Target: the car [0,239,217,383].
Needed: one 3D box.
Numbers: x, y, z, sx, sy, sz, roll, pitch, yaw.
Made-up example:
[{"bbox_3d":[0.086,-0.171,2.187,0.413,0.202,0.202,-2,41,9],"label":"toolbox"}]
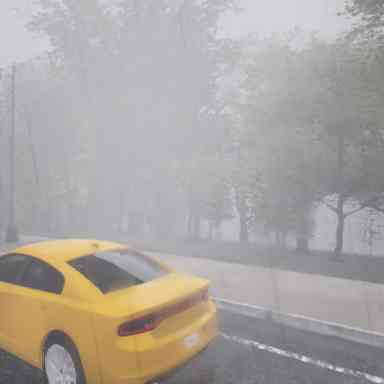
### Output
[{"bbox_3d":[-2.023,1.476,5.098,5.008,1.535,1.882,0,0,35],"label":"car"}]
